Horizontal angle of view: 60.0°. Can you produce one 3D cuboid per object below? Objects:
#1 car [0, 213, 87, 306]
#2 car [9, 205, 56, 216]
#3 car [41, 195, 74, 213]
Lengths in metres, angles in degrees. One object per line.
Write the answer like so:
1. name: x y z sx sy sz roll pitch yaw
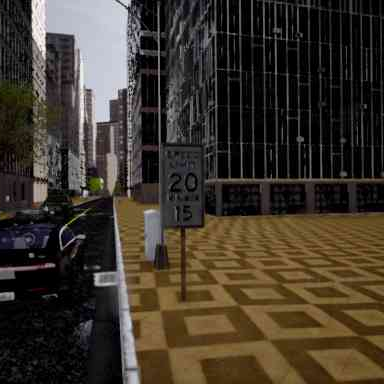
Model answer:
1. car: -3.631 1.495 7.794 2.128 1.511 4.902 -1 0 -13
2. car: -9.044 1.634 18.225 1.895 1.301 4.718 -1 0 -13
3. car: -11.488 1.264 28.524 2.150 2.045 5.566 -1 0 -13
